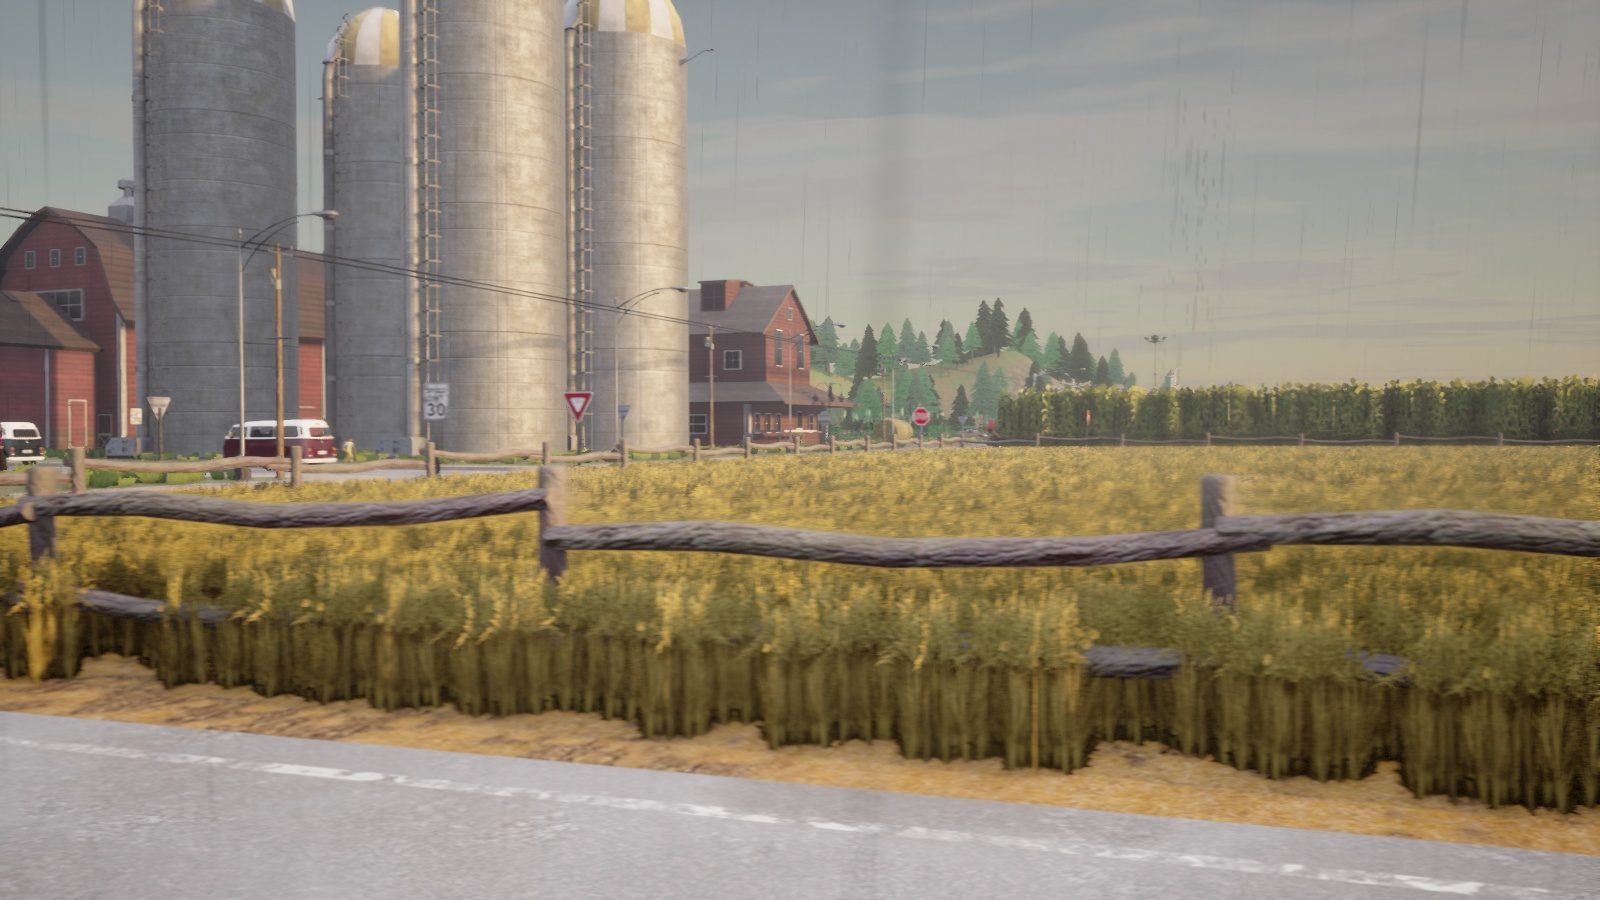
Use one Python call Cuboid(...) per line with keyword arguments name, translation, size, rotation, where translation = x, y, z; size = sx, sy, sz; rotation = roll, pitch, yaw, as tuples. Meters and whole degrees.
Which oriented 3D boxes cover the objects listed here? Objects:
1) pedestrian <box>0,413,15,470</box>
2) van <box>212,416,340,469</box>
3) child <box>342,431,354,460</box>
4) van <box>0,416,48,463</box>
Cuboid(name="pedestrian", translation=(-26.440, -0.279, 41.298), size=(0.899, 1.844, 0.634), rotation=(0, 1, -9))
Cuboid(name="van", translation=(-20.809, -0.326, 49.860), size=(4.480, 2.038, 2.069), rotation=(1, 1, 21))
Cuboid(name="child", translation=(-19.794, -0.193, 55.015), size=(0.437, 1.263, 0.270), rotation=(0, 1, 17))
Cuboid(name="van", translation=(-35.899, -0.476, 55.645), size=(4.480, 2.038, 2.069), rotation=(1, 1, 21))
